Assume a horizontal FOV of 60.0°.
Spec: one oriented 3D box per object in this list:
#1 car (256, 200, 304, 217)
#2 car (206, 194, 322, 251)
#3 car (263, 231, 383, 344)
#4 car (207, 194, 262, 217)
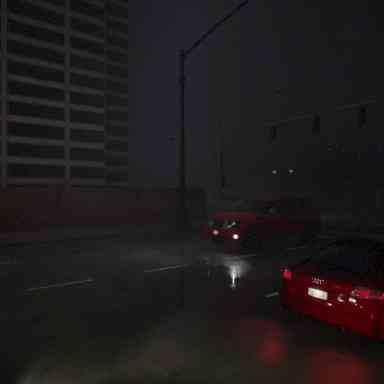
[{"bbox_3d":[8.571,1.564,32.689,1.994,1.385,4.181,0,0,-38],"label":"car"},{"bbox_3d":[3.270,1.221,14.486,5.566,2.045,2.150,0,0,-32],"label":"car"},{"bbox_3d":[3.614,1.564,6.376,4.181,1.385,1.994,0,0,-35],"label":"car"},{"bbox_3d":[4.091,1.221,32.747,2.150,2.045,5.566,0,0,-36],"label":"car"}]
